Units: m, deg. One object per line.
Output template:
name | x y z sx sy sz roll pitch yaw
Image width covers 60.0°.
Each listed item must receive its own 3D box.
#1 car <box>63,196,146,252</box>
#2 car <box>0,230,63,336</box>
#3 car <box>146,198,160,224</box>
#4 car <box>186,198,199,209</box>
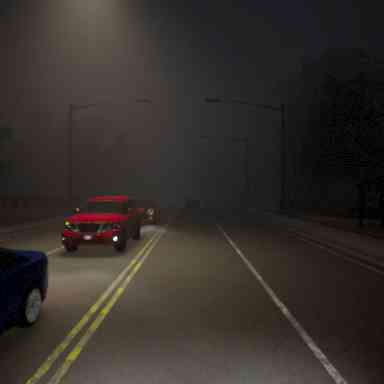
car | -3.574 1.219 14.285 2.150 2.045 5.566 0 0 1
car | -3.585 1.476 4.147 1.882 1.535 5.008 0 0 0
car | -3.580 1.348 24.616 2.097 1.767 4.553 0 0 0
car | 0.079 1.583 46.573 2.128 1.511 4.902 -1 -1 0
